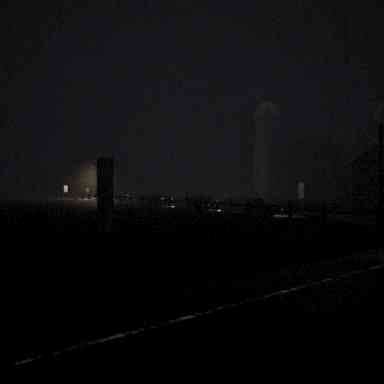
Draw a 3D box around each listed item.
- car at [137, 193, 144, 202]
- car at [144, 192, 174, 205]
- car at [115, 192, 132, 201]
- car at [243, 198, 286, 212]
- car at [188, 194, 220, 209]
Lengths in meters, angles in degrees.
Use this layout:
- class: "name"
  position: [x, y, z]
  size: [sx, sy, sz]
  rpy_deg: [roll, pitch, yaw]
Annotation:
- class: "car"
  position: [-7.835, 0.847, 58.048]
  size: [2.097, 1.767, 4.553]
  rpy_deg: [-1, 1, -35]
- class: "car"
  position: [-4.564, 0.963, 48.594]
  size: [2.097, 1.767, 4.553]
  rpy_deg: [-1, 1, -36]
- class: "car"
  position: [-13.613, 0.749, 65.995]
  size: [2.097, 1.767, 4.553]
  rpy_deg: [-1, 1, -36]
- class: "car"
  position: [6.974, 1.323, 32.573]
  size: [1.812, 1.442, 4.674]
  rpy_deg: [-1, 1, -35]
- class: "car"
  position: [1.317, 1.059, 40.416]
  size: [2.097, 1.767, 4.553]
  rpy_deg: [-1, 1, -36]
